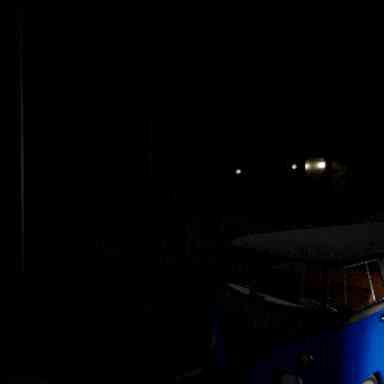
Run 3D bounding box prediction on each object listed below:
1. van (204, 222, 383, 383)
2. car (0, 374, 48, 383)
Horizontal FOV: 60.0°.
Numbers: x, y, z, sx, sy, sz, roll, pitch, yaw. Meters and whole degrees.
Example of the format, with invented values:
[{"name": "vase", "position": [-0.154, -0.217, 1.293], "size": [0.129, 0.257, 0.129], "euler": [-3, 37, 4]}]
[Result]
[{"name": "van", "position": [2.020, 1.339, 4.225], "size": [3.998, 1.788, 1.690], "euler": [0, 0, -37]}, {"name": "car", "position": [-2.640, 1.525, 0.752], "size": [4.829, 1.417, 1.752], "euler": [0, 0, -37]}]
